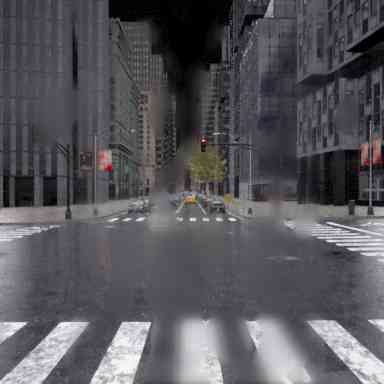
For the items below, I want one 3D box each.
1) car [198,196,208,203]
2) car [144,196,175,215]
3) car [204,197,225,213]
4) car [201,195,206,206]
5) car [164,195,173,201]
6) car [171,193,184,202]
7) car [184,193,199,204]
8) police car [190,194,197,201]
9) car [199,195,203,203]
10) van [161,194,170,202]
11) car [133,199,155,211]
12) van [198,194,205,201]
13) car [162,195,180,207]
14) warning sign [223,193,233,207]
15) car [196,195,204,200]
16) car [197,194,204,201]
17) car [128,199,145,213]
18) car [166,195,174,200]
[{"bbox_3d":[2.440,1.589,73.113,1.947,1.339,4.313,0,0,0],"label":"car"},{"bbox_3d":[-3.183,1.493,33.815,2.128,1.511,4.902,0,0,0],"label":"car"},{"bbox_3d":[2.670,1.556,36.330,2.008,1.369,4.403,0,0,0],"label":"car"},{"bbox_3d":[2.602,1.553,47.219,1.887,1.381,4.507,0,0,0],"label":"car"},{"bbox_3d":[-6.180,1.587,88.323,2.008,1.369,4.403,0,0,0],"label":"car"},{"bbox_3d":[-3.302,1.512,67.580,2.128,1.511,4.902,0,0,0],"label":"car"},{"bbox_3d":[-0.166,1.495,64.359,1.882,1.535,5.008,0,0,-1],"label":"car"},{"bbox_3d":[0.471,1.463,90.505,1.930,1.638,5.238,0,0,0],"label":"police car"},{"bbox_3d":[2.568,1.562,52.663,2.008,1.369,4.403,0,0,0],"label":"car"},{"bbox_3d":[-6.113,1.368,77.497,1.690,1.788,3.998,0,0,0],"label":"van"},{"bbox_3d":[-5.886,1.557,41.272,2.008,1.369,4.403,0,0,0],"label":"car"},{"bbox_3d":[2.374,1.373,83.691,1.690,1.788,3.998,0,0,0],"label":"van"},{"bbox_3d":[-3.282,1.558,51.264,2.033,1.411,5.357,0,0,0],"label":"car"},{"bbox_3d":[4.921,1.123,45.420,1.300,1.860,1.060,0,0,0],"label":"warning sign"},{"bbox_3d":[2.308,1.593,94.268,2.008,1.369,4.403,0,0,0],"label":"car"},{"bbox_3d":[2.506,1.567,62.535,2.008,1.369,4.403,0,0,0],"label":"car"},{"bbox_3d":[-5.855,1.556,36.280,2.008,1.369,4.403,0,0,0],"label":"car"},{"bbox_3d":[-6.213,1.624,93.735,1.802,1.307,4.206,0,0,0],"label":"car"}]
